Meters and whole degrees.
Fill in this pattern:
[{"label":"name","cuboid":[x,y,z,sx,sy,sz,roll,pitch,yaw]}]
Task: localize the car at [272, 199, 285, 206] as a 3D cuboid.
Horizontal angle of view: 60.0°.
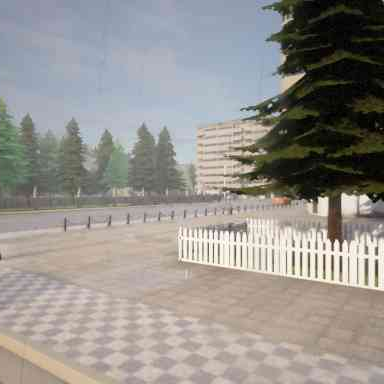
[{"label":"car","cuboid":[15.340,1.369,56.738,2.097,1.767,4.553,0,0,36]}]
